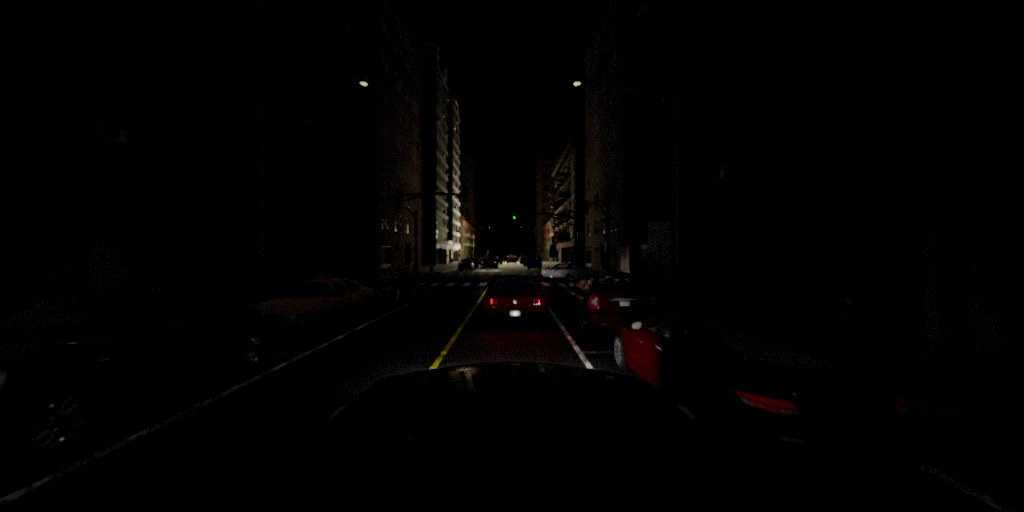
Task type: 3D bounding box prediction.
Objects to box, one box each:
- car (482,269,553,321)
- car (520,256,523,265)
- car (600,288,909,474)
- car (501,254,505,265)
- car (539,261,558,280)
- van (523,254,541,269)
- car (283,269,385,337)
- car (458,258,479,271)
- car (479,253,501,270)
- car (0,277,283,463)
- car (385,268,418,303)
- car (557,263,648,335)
[{"bbox_3d":[0.088,1.281,12.131,1.895,1.301,4.718,0,0,0],"label":"car"},{"bbox_3d":[2.586,0.981,54.269,1.802,1.307,4.207,0,0,0],"label":"car"},{"bbox_3d":[2.635,1.312,4.788,1.802,1.307,4.207,0,0,0],"label":"car"},{"bbox_3d":[-2.840,0.556,63.302,2.150,2.045,5.566,0,1,1],"label":"car"},{"bbox_3d":[4.613,1.208,26.918,4.718,1.301,1.895,1,0,-36],"label":"car"},{"bbox_3d":[2.597,0.816,42.907,1.690,1.789,3.998,0,0,0],"label":"van"},{"bbox_3d":[-5.395,1.218,10.121,1.751,1.417,4.829,0,0,0],"label":"car"},{"bbox_3d":[-5.428,1.025,42.890,2.007,1.370,4.403,0,0,0],"label":"car"},{"bbox_3d":[-2.881,0.805,46.181,2.097,1.767,4.553,0,0,0],"label":"car"},{"bbox_3d":[-5.390,1.169,4.773,1.967,1.591,4.097,0,0,0],"label":"car"},{"bbox_3d":[-5.401,1.206,15.809,2.007,1.370,4.403,0,0,0],"label":"car"},{"bbox_3d":[2.630,1.133,10.307,1.967,1.591,4.097,0,0,0],"label":"car"}]
